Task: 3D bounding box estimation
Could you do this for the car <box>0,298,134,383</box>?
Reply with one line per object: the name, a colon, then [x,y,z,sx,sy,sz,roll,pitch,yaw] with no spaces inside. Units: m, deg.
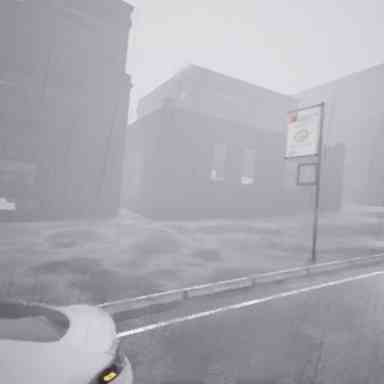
car: [-2.652,1.514,1.994,4.674,1.442,1.812,0,0,-35]
